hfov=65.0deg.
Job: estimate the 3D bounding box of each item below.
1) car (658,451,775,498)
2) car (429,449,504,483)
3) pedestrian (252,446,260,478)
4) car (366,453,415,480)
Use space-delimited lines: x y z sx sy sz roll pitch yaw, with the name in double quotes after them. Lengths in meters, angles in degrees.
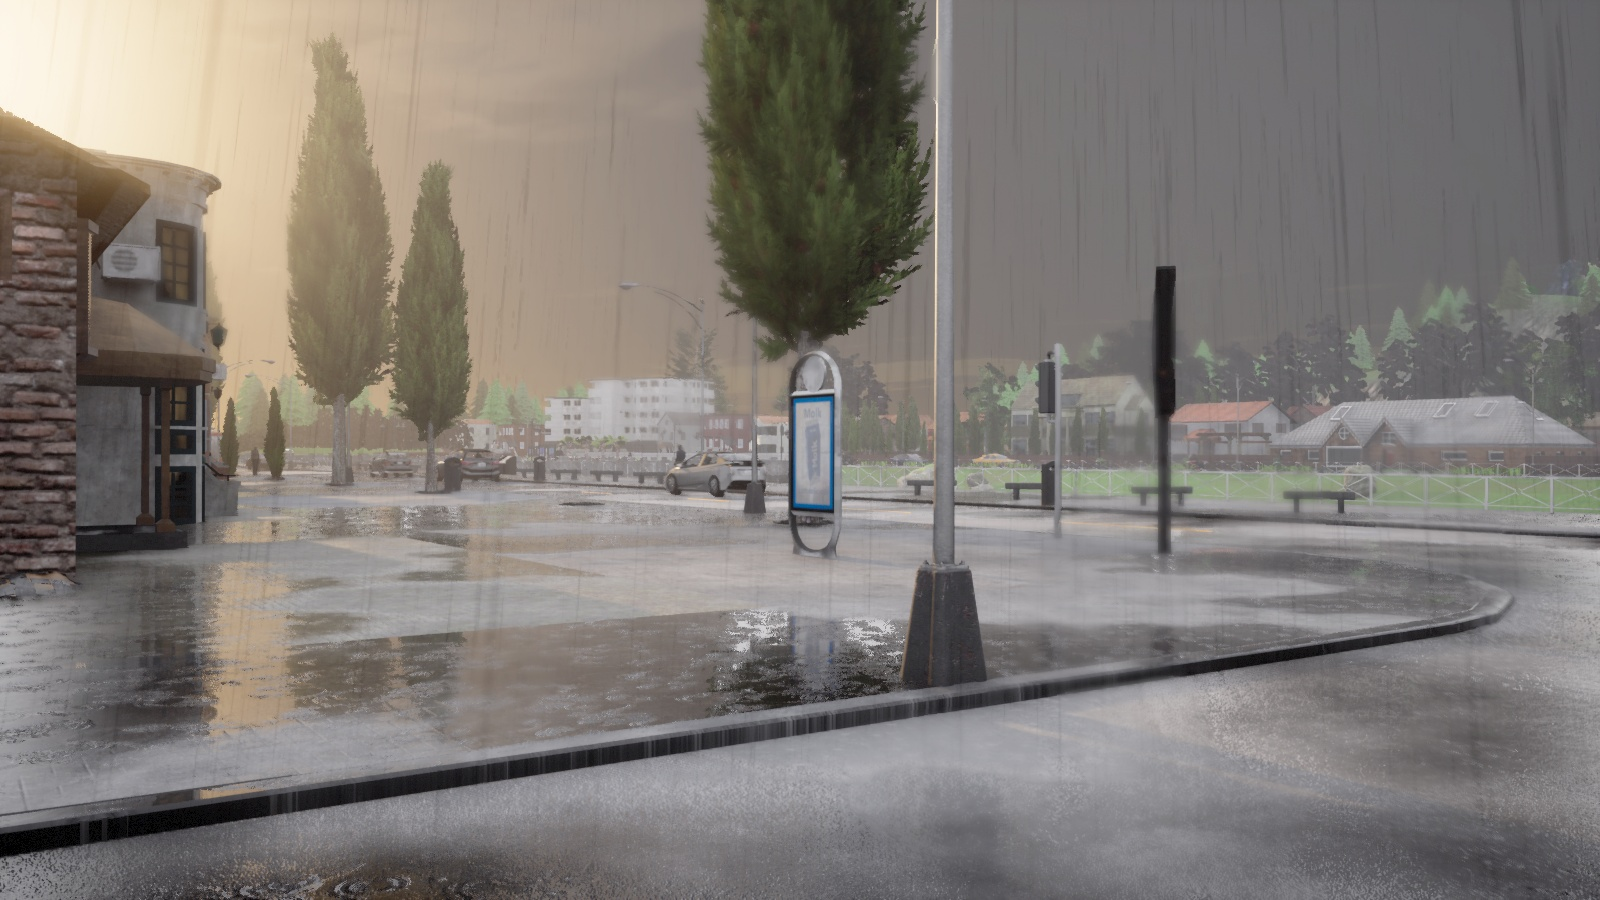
-2.952 0.804 43.372 2.007 1.525 4.514 0 0 -34 "car"
-16.948 0.781 63.735 2.242 1.667 4.611 0 0 -35 "car"
-32.362 0.706 74.677 0.331 1.846 0.634 0 0 -32 "pedestrian"
-24.302 0.957 74.431 1.789 1.549 3.705 0 0 -34 "car"
